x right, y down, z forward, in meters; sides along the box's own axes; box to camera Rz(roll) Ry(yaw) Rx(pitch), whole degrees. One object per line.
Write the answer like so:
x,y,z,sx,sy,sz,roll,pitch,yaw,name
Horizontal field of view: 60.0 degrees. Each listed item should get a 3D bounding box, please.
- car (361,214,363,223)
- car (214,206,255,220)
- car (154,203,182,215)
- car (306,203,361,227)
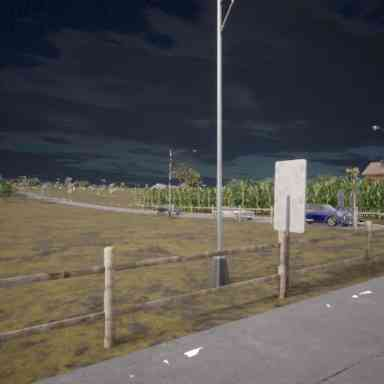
11.880,1.998,27.632,1.994,1.385,4.181,3,-3,-34,car
4.119,2.125,33.558,1.895,1.301,4.718,3,-3,-35,car
-3.199,2.282,43.859,1.837,1.490,4.892,3,-3,-35,car
9.948,1.667,25.497,2.097,1.767,4.553,3,-3,-37,car
